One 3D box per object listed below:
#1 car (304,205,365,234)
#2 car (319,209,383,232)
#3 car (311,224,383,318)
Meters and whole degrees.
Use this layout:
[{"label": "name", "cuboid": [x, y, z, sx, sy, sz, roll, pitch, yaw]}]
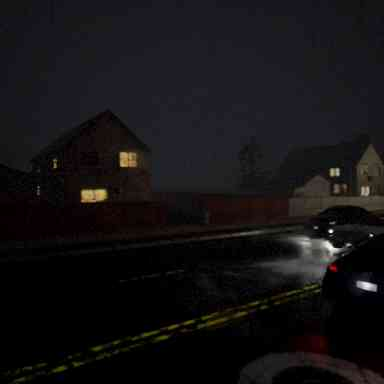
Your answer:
[{"label": "car", "cuboid": [7.829, 1.421, 17.296, 4.674, 1.442, 1.812, 0, 0, -35]}, {"label": "car", "cuboid": [7.274, 1.516, 12.887, 4.718, 1.301, 1.895, 0, 0, -36]}, {"label": "car", "cuboid": [4.526, 1.516, 6.680, 4.181, 1.385, 1.994, 0, 0, -36]}]
